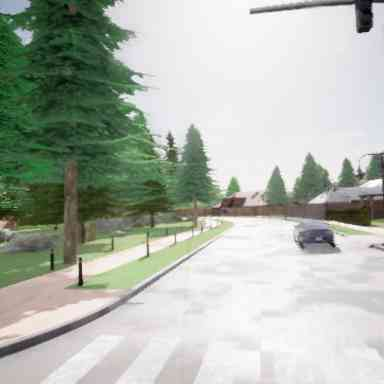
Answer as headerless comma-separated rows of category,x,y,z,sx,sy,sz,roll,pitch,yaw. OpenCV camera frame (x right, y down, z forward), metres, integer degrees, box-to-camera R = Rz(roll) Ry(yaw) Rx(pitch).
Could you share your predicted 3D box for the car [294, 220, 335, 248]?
car,6.977,2.332,19.214,1.812,1.442,4.674,-3,-3,12
